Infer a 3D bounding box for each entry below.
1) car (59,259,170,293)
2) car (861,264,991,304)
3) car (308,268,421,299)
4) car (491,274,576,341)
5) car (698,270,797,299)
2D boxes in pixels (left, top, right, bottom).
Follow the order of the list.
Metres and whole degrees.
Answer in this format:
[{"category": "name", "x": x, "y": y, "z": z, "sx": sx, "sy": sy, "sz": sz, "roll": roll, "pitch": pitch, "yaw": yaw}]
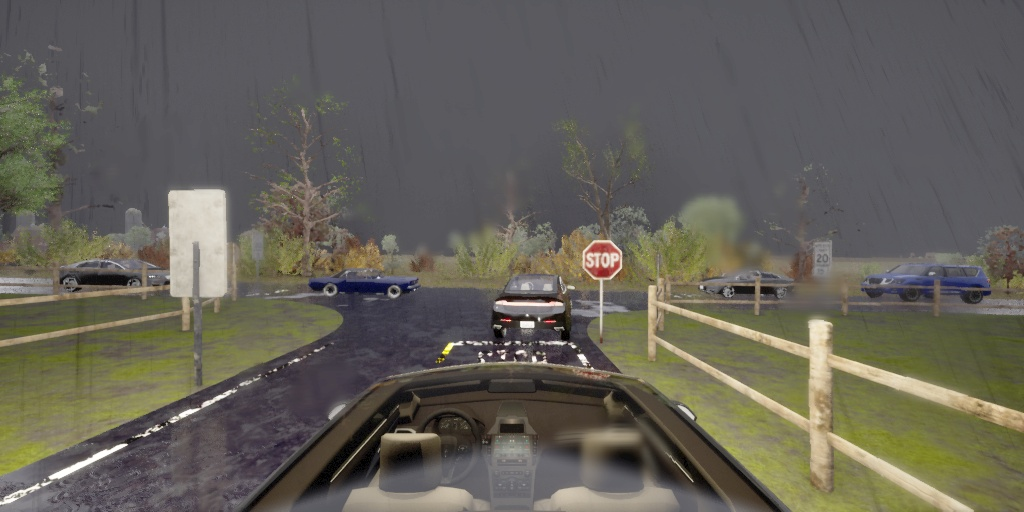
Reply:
[{"category": "car", "x": -18.489, "y": 0.885, "z": 17.034, "sx": 4.902, "sy": 1.511, "sz": 2.128, "roll": 1, "pitch": 1, "yaw": 0}, {"category": "car", "x": 22.900, "y": 1.467, "z": 19.932, "sx": 5.566, "sy": 2.045, "sz": 2.150, "roll": 1, "pitch": 1, "yaw": 0}, {"category": "car", "x": -6.821, "y": 1.248, "z": 17.017, "sx": 4.718, "sy": 1.301, "sz": 1.895, "roll": 1, "pitch": 1, "yaw": 0}, {"category": "car", "x": 0.707, "y": 1.240, "z": 9.986, "sx": 2.128, "sy": 1.511, "sz": 4.902, "roll": 0, "pitch": 0, "yaw": 9}, {"category": "car", "x": 13.005, "y": 1.525, "z": 19.944, "sx": 4.902, "sy": 1.511, "sz": 2.128, "roll": 1, "pitch": 1, "yaw": 0}]
